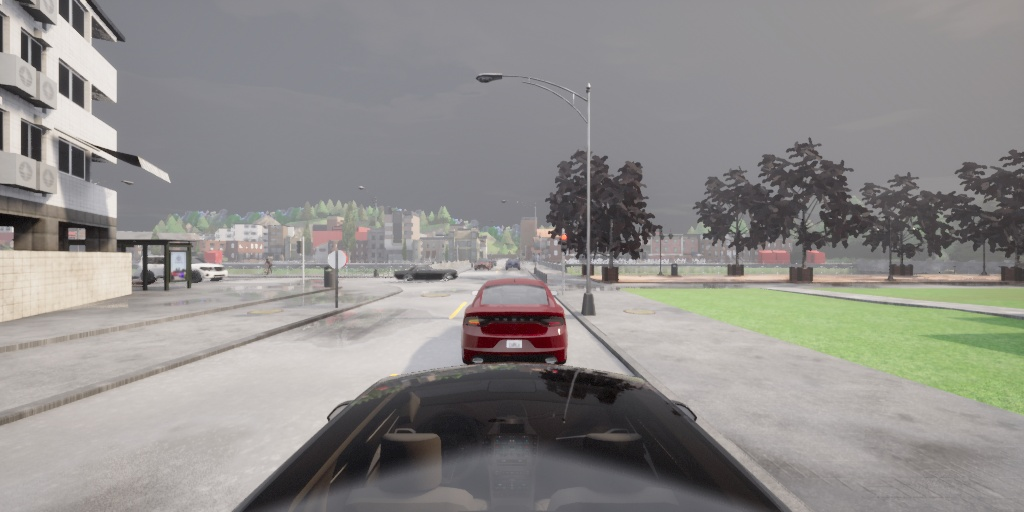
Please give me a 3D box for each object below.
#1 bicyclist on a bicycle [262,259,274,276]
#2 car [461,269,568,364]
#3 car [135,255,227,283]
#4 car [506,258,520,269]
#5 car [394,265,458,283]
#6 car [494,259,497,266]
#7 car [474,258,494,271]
[{"bbox_3d":[-24.002,1.099,35.296,0.582,1.620,1.656,0,0,0],"label":"bicyclist on a bicycle"},{"bbox_3d":[0.057,1.228,8.091,1.882,1.535,5.008,0,0,0],"label":"car"},{"bbox_3d":[-24.699,0.973,26.882,5.566,2.045,2.150,0,0,-1],"label":"car"},{"bbox_3d":[0.140,1.102,55.216,2.097,1.767,4.553,0,0,0],"label":"car"},{"bbox_3d":[-6.531,1.351,27.576,4.718,1.301,1.895,0,0,-12],"label":"car"},{"bbox_3d":[-4.040,1.241,59.536,2.128,1.511,4.902,0,0,0],"label":"car"},{"bbox_3d":[-4.061,1.102,50.292,2.097,1.767,4.553,0,0,0],"label":"car"}]
